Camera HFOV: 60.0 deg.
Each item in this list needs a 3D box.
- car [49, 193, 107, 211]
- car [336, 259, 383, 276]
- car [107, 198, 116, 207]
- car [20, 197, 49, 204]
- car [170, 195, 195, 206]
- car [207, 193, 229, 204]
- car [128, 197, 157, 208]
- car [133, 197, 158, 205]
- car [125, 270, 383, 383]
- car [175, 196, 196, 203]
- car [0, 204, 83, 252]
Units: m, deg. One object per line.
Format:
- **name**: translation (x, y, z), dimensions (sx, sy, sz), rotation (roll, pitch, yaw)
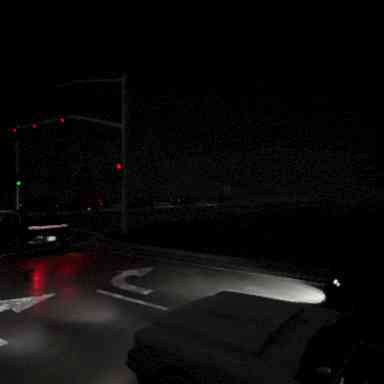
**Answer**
- **car**: translation (-12.905, 1.180, 37.961), dimensions (2.150, 2.045, 5.566), rotation (0, 0, 35)
- **car**: translation (4.326, 1.565, 5.206), dimensions (4.181, 1.385, 1.994), rotation (0, 0, 35)
- **car**: translation (-13.672, 1.496, 49.124), dimensions (2.033, 1.411, 5.357), rotation (0, 0, 35)
- **car**: translation (-19.230, 1.454, 41.126), dimensions (1.837, 1.490, 4.892), rotation (0, 0, 35)
- **car**: translation (-1.541, 1.310, 54.285), dimensions (2.097, 1.767, 4.553), rotation (0, 0, 35)
- **car**: translation (5.059, 1.182, 63.615), dimensions (2.150, 2.045, 5.566), rotation (0, 0, 35)
- **car**: translation (-7.238, 1.450, 46.112), dimensions (2.128, 1.511, 4.902), rotation (0, 0, 35)
- **car**: translation (-7.971, 1.513, 57.286), dimensions (1.994, 1.385, 4.181), rotation (0, 0, 35)
- **car**: translation (1.660, 1.601, 2.806), dimensions (4.718, 1.301, 1.895), rotation (0, 0, 35)
- **car**: translation (-1.197, 1.475, 66.867), dimensions (1.812, 1.442, 4.674), rotation (0, 0, 35)
- **car**: translation (-6.758, 1.474, 13.843), dimensions (2.128, 1.511, 4.902), rotation (-1, 0, -43)
